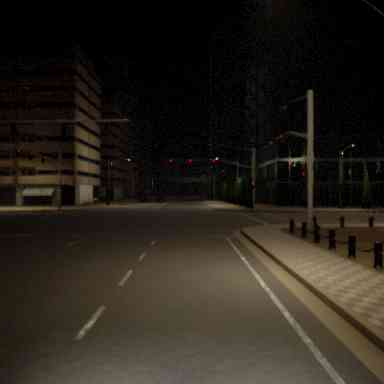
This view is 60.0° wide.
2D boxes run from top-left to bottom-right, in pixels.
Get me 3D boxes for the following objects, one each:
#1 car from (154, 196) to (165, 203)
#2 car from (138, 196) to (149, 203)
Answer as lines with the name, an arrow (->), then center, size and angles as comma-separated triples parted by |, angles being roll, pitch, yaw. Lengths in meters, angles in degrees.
car -> -7.002, 1.620, 72.075 | 1.882, 1.535, 5.008 | 0, 0, 0
car -> -10.502, 1.620, 72.076 | 1.882, 1.535, 5.008 | 0, 0, 0
